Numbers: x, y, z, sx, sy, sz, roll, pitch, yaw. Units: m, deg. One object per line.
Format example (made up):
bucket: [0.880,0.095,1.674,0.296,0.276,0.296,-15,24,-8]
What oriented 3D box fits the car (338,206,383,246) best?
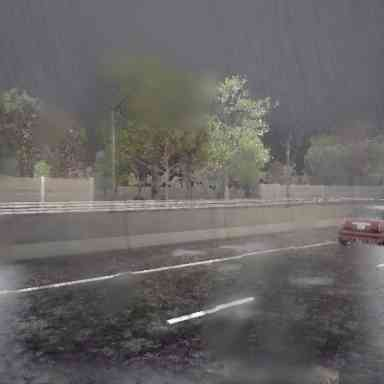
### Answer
car: [8.245,1.366,14.050,4.553,1.767,2.097,0,0,-35]
